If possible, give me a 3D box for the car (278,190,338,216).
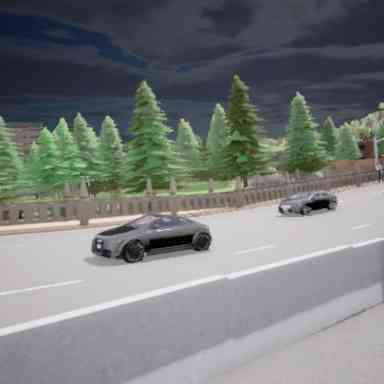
[{"bbox_3d":[7.891,0.672,22.518,4.902,1.511,2.128,-6,3,-35],"label":"car"}]

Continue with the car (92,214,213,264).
[{"bbox_3d":[-1.306,1.476,11.659,4.181,1.385,1.994,-2,1,-35],"label":"car"}]
